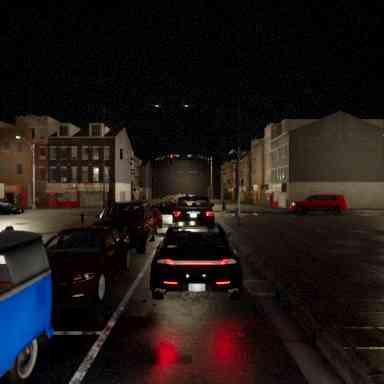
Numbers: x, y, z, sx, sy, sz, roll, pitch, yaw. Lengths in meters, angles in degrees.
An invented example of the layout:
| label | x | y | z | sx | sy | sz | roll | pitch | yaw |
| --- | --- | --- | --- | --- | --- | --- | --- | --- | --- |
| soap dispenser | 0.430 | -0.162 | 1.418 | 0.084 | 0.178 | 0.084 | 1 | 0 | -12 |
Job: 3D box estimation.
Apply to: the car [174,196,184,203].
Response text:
| label | x | y | z | sx | sy | sz | roll | pitch | yaw |
| --- | --- | --- | --- | --- | --- | --- | --- | --- | --- |
| car | -2.724 | 1.596 | 72.580 | 2.008 | 1.369 | 4.403 | 0 | 0 | 0 |

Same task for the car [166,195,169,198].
| label | x | y | z | sx | sy | sz | roll | pitch | yaw |
| --- | --- | --- | --- | --- | --- | --- | --- | --- | --- |
| car | -2.695 | 1.327 | 45.446 | 2.192 | 1.841 | 5.009 | 0 | 0 | 0 |

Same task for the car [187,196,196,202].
| label | x | y | z | sx | sy | sz | roll | pitch | yaw |
| --- | --- | --- | --- | --- | --- | --- | --- | --- | --- |
| car | -0.084 | 1.639 | 76.193 | 1.895 | 1.301 | 4.718 | 0 | 0 | 0 |

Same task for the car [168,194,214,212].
| label | x | y | z | sx | sy | sz | roll | pitch | yaw |
| --- | --- | --- | --- | --- | --- | --- | --- | --- | --- |
| car | 0.079 | 1.220 | 18.557 | 2.150 | 2.045 | 5.566 | 0 | 0 | 0 |

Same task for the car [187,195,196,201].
| label | x | y | z | sx | sy | sz | roll | pitch | yaw |
| --- | --- | --- | --- | --- | --- | --- | --- | --- | --- |
| car | -0.095 | 1.426 | 86.166 | 2.128 | 1.511 | 4.902 | 0 | 0 | 0 |

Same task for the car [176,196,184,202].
| label | x | y | z | sx | sy | sz | roll | pitch | yaw |
| --- | --- | --- | --- | --- | --- | --- | --- | --- | --- |
| car | -2.730 | 1.579 | 77.838 | 1.752 | 1.417 | 4.829 | 0 | 0 | 0 |

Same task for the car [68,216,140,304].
| label | x | y | z | sx | sy | sz | roll | pitch | yaw |
| --- | --- | --- | --- | --- | --- | --- | --- | --- | --- |
| car | -2.652 | 1.543 | 8.169 | 1.887 | 1.381 | 4.507 | 0 | 0 | 0 |

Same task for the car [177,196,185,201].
| label | x | y | z | sx | sy | sz | roll | pitch | yaw |
| --- | --- | --- | --- | --- | --- | --- | --- | --- | --- |
| car | -2.736 | 1.630 | 83.434 | 1.947 | 1.339 | 4.313 | 0 | 0 | 0 |

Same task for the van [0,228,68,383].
| label | x | y | z | sx | sy | sz | roll | pitch | yaw |
| --- | --- | --- | --- | --- | --- | --- | --- | --- | --- |
| van | -2.647 | 1.340 | 2.735 | 1.690 | 1.788 | 3.998 | 0 | 0 | 0 |

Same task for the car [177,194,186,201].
| label | x | y | z | sx | sy | sz | roll | pitch | yaw |
| --- | --- | --- | --- | --- | --- | --- | --- | --- | --- |
| car | -2.744 | 1.389 | 88.861 | 2.192 | 1.841 | 5.009 | 0 | 0 | 0 |

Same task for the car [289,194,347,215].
| label | x | y | z | sx | sy | sz | roll | pitch | yaw |
| --- | --- | --- | --- | --- | --- | --- | --- | --- | --- |
| car | 12.803 | 1.234 | 33.823 | 5.566 | 2.045 | 2.150 | 0 | 0 | 0 |

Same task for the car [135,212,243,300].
| label | x | y | z | sx | sy | sz | roll | pitch | yaw |
| --- | --- | --- | --- | --- | --- | --- | --- | --- | --- |
| car | 0.089 | 1.490 | 8.364 | 2.128 | 1.511 | 4.902 | 0 | 0 | 0 |

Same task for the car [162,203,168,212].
| label | x | y | z | sx | sy | sz | roll | pitch | yaw |
| --- | --- | --- | --- | --- | --- | --- | --- | --- | --- |
| car | -2.664 | 1.544 | 19.036 | 1.887 | 1.381 | 4.507 | 0 | 0 | 0 |

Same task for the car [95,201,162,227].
| label | x | y | z | sx | sy | sz | roll | pitch | yaw |
| --- | --- | --- | --- | --- | --- | --- | --- | --- | --- |
| car | -2.659 | 1.313 | 13.603 | 2.192 | 1.841 | 5.009 | 0 | 0 | 0 |

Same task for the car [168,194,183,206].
| label | x | y | z | sx | sy | sz | roll | pitch | yaw |
| --- | --- | --- | --- | --- | --- | --- | --- | --- | --- |
| car | -2.707 | 1.338 | 56.300 | 2.192 | 1.841 | 5.009 | 0 | 0 | 0 |

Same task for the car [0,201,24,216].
| label | x | y | z | sx | sy | sz | roll | pitch | yaw |
| --- | --- | --- | --- | --- | --- | --- | --- | --- | --- |
| car | -17.919 | 1.564 | 30.893 | 4.181 | 1.385 | 1.994 | 0 | 0 | 0 |

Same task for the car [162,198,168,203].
| label | x | y | z | sx | sy | sz | roll | pitch | yaw |
| --- | --- | --- | --- | --- | --- | --- | --- | --- | --- |
| car | -1.871 | 1.551 | 30.891 | 5.357 | 1.411 | 2.033 | 0 | 0 | 0 |
